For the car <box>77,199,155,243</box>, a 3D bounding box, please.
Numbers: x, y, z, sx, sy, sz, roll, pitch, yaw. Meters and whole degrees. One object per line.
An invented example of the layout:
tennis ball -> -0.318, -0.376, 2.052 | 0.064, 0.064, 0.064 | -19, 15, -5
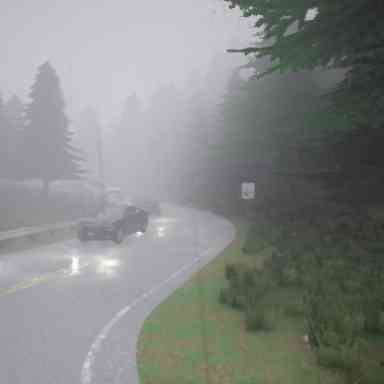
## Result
car -> -3.662, 1.393, 16.149 | 1.882, 1.535, 5.008 | 0, 2, 12

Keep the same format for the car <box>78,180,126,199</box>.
car -> -9.297, -0.194, 35.279 | 5.566, 2.045, 2.150 | 6, 4, 41

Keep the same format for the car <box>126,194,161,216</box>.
car -> -3.766, 0.938, 26.261 | 1.837, 1.490, 4.892 | 0, 4, -18

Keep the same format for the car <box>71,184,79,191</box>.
car -> -13.618, -0.510, 42.854 | 4.892, 1.490, 1.837 | 6, 3, 38

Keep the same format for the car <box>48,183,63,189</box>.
car -> -20.868, -1.633, 50.004 | 2.150, 2.045, 5.566 | 1, 4, -29
